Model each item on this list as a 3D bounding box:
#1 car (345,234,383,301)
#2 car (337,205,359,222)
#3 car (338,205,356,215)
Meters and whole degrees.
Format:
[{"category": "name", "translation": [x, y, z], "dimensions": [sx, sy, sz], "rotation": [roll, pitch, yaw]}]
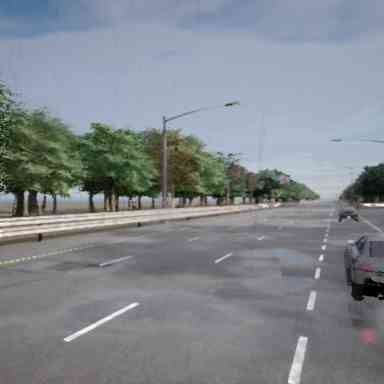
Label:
[{"category": "car", "translation": [5.083, 1.774, 8.585], "dimensions": [1.994, 1.385, 4.181], "rotation": [-1, -2, 23]}, {"category": "car", "translation": [16.826, 2.359, 35.859], "dimensions": [1.837, 1.490, 4.892], "rotation": [-1, -2, 23]}, {"category": "car", "translation": [24.226, 2.779, 51.853], "dimensions": [2.033, 1.411, 5.357], "rotation": [-1, -2, 29]}]
